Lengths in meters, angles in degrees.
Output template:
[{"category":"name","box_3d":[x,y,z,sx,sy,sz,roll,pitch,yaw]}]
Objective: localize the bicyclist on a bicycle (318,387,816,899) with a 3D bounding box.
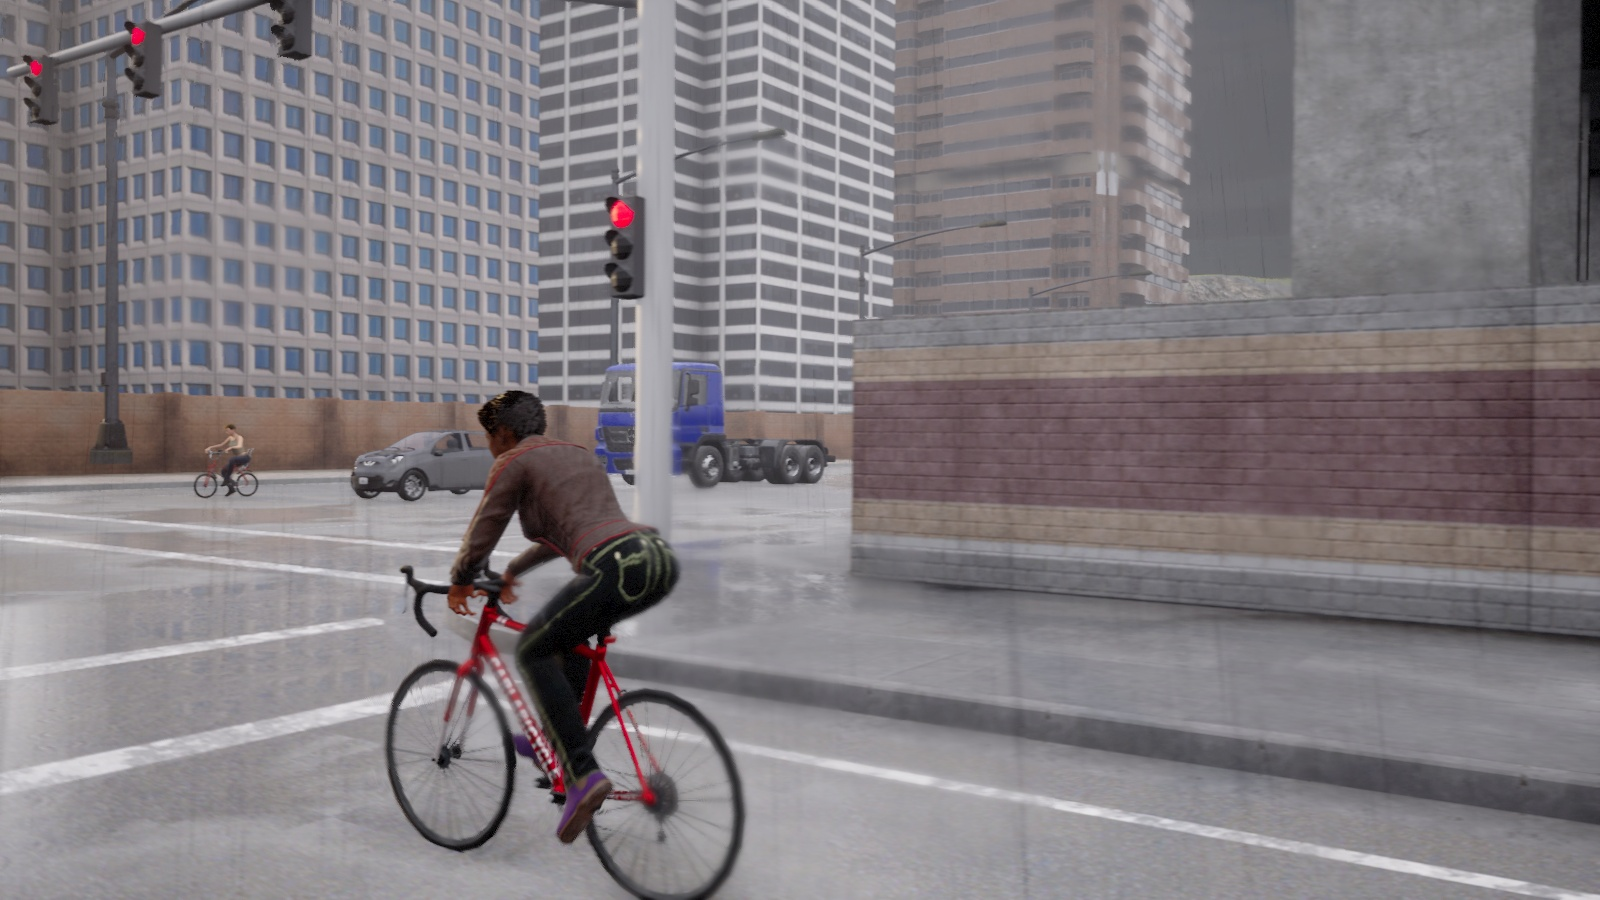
[{"category":"bicyclist on a bicycle","box_3d":[-0.813,0.639,4.163,1.656,1.620,0.582,-1,1,34]}]

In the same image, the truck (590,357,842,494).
[{"category":"truck","box_3d":[-2.150,-0.687,35.903,2.891,3.462,7.936,0,1,34]}]

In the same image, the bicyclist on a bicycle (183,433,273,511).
[{"category":"bicyclist on a bicycle","box_3d":[-12.336,0.449,27.100,0.866,1.612,1.509,0,1,34]}]

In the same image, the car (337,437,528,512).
[{"category":"car","box_3d":[-7.933,0.478,27.362,1.845,1.501,3.633,0,1,34]}]
